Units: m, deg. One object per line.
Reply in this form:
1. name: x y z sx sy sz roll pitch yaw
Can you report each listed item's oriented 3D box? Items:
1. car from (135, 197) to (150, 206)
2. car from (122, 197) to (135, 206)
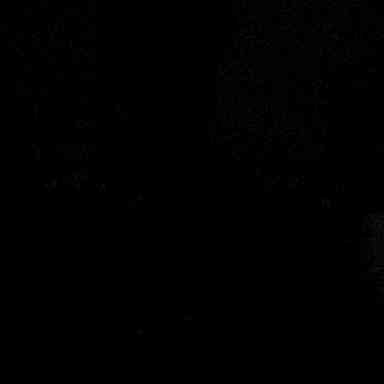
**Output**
1. car: -9.060 1.671 58.049 1.812 1.442 4.674 0 0 -38
2. car: -12.025 1.635 56.159 1.837 1.490 4.892 0 -1 -38
